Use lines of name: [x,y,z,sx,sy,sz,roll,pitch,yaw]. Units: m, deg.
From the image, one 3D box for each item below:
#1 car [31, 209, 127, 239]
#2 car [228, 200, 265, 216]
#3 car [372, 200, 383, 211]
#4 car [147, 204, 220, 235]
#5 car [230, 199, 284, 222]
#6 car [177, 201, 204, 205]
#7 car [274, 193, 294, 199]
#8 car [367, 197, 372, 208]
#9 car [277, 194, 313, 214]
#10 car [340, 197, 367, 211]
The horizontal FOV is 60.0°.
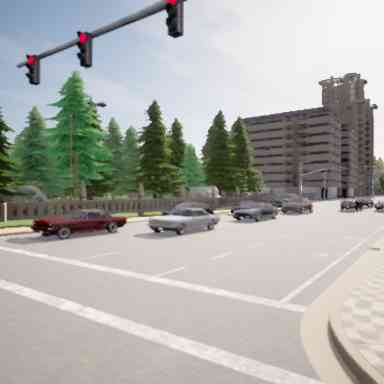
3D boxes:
car: [-5.791,1.586,17.442,1.895,1.301,4.718,0,0,37]
car: [5.463,1.547,33.114,1.994,1.385,4.181,0,0,35]
car: [22.769,1.592,38.936,1.895,1.301,4.718,0,0,36]
car: [-0.364,1.589,18.936,1.895,1.301,4.718,0,0,36]
car: [5.249,1.535,26.786,2.033,1.411,5.357,0,0,36]
car: [-0.295,1.462,25.053,1.882,1.535,5.008,0,0,36]
car: [11.727,1.204,41.807,2.150,2.045,5.566,0,0,36]
car: [24.567,1.492,47.474,1.837,1.490,4.892,0,0,36]
car: [11.068,1.338,34.913,2.097,1.767,4.553,0,0,36]
car: [19.182,1.480,39.935,2.128,1.511,4.902,0,0,36]
